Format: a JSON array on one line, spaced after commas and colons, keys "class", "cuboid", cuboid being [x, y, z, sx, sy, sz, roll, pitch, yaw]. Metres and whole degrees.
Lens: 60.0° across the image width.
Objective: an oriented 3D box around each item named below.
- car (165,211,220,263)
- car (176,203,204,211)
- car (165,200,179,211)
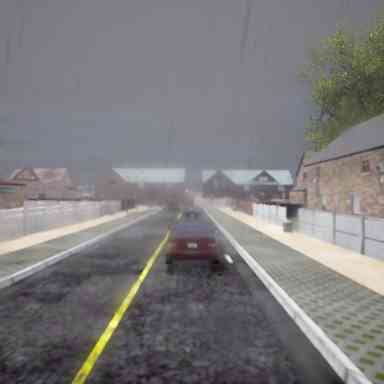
[{"class": "car", "cuboid": [0.016, 1.680, 12.532, 2.033, 1.411, 5.357, 0, -1, 0]}, {"class": "car", "cuboid": [0.018, 1.836, 27.527, 2.033, 1.411, 5.357, 0, -1, 0]}, {"class": "car", "cuboid": [-2.764, 2.014, 48.549, 1.837, 1.490, 4.892, 0, -1, 1]}]
